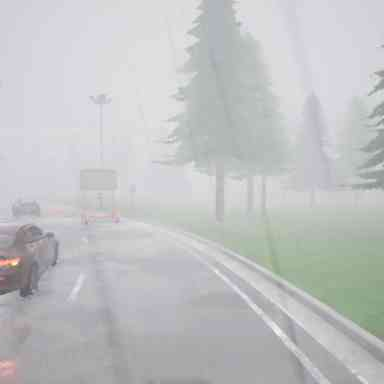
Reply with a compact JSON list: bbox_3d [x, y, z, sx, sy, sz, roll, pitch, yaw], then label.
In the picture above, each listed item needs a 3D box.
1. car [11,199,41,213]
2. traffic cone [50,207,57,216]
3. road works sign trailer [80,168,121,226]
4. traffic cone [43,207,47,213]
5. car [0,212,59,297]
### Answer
[{"bbox_3d":[-13.661,1.292,27.415,2.128,1.511,4.902,-1,1,-31],"label":"car"},{"bbox_3d":[-11.102,1.743,27.056,0.340,0.580,0.340,-1,1,-32],"label":"traffic cone"},{"bbox_3d":[-6.172,0.274,21.861,2.380,3.560,2.880,-1,1,-32],"label":"road works sign trailer"},{"bbox_3d":[-13.200,1.721,30.461,0.340,0.580,0.340,-1,1,-32],"label":"traffic cone"},{"bbox_3d":[-4.501,1.469,8.090,1.812,1.442,4.674,0,0,-13],"label":"car"}]
